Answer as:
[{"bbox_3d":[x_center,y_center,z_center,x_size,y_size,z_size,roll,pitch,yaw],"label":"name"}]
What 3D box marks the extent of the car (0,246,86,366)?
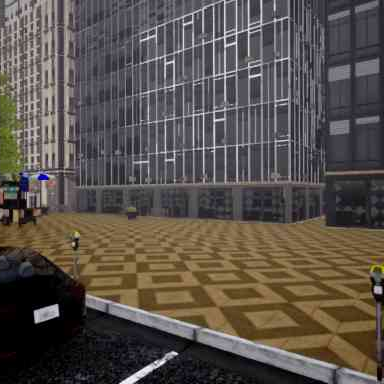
[{"bbox_3d":[-3.519,1.566,5.398,4.313,1.339,1.947,0,0,36],"label":"car"}]
